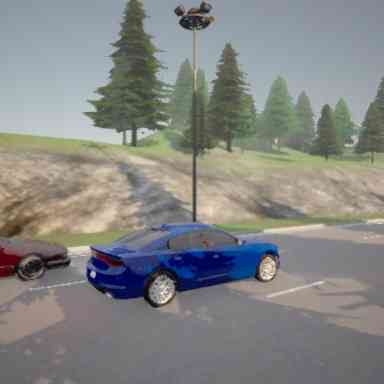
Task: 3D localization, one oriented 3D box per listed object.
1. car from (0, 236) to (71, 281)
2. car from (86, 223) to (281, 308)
[{"bbox_3d":[-5.895,1.550,8.132,5.357,1.411,2.033,0,0,-36],"label":"car"},{"bbox_3d":[0.042,1.490,8.070,5.008,1.535,1.882,0,0,-35],"label":"car"}]
